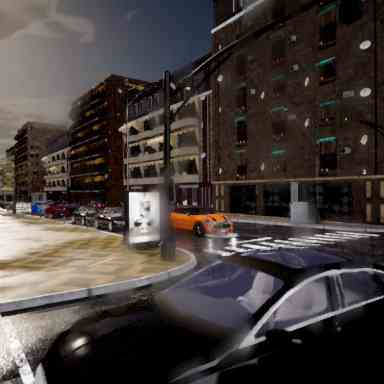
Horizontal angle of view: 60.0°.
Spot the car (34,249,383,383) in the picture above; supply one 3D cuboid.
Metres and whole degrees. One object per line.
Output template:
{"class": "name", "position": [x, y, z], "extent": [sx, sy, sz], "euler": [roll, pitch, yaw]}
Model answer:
{"class": "car", "position": [0.890, 1.491, 3.815], "extent": [4.902, 1.511, 2.128], "euler": [0, 0, -30]}

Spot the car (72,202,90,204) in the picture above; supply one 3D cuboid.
{"class": "car", "position": [-14.429, 2.197, 40.323], "extent": [1.895, 1.301, 4.718], "euler": [-1, -1, -36]}

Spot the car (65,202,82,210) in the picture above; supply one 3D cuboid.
{"class": "car", "position": [-21.365, 2.425, 59.776], "extent": [1.802, 1.307, 4.206], "euler": [-2, 0, -36]}

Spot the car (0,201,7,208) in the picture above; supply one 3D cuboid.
{"class": "car", "position": [-44.459, 2.863, 77.450], "extent": [1.887, 1.381, 4.507], "euler": [-2, 0, -36]}

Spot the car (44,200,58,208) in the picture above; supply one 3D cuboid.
{"class": "car", "position": [-31.148, 2.529, 73.323], "extent": [1.967, 1.590, 4.097], "euler": [-2, 0, -36]}

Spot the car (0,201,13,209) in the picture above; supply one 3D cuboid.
{"class": "car", "position": [-37.940, 2.704, 68.419], "extent": [2.008, 1.369, 4.403], "euler": [-2, 0, -36]}

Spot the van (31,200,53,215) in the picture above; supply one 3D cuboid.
{"class": "van", "position": [-19.687, 2.035, 43.077], "extent": [1.690, 1.788, 3.998], "euler": [-2, 0, -36]}

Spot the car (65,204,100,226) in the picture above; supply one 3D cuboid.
{"class": "car", "position": [-8.709, 1.969, 27.702], "extent": [2.008, 1.369, 4.403], "euler": [-2, 0, -36]}

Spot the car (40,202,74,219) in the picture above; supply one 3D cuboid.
{"class": "car", "position": [-14.776, 2.115, 36.185], "extent": [1.887, 1.381, 4.507], "euler": [-2, 0, -36]}

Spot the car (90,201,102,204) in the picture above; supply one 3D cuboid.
{"class": "car", "position": [-14.846, 2.119, 50.748], "extent": [1.967, 1.590, 4.097], "euler": [-2, 0, -36]}

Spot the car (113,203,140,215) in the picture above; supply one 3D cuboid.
{"class": "car", "position": [-8.264, 2.097, 41.761], "extent": [1.802, 1.307, 4.206], "euler": [-2, 0, -36]}

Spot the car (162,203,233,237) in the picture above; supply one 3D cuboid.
{"class": "car", "position": [0.342, 1.580, 19.891], "extent": [2.097, 1.767, 4.553], "euler": [-1, -1, -37]}

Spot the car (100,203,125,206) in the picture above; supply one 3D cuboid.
{"class": "car", "position": [-5.713, 1.925, 28.228], "extent": [2.033, 1.411, 5.357], "euler": [-1, 0, -35]}

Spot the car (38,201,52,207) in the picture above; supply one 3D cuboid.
{"class": "car", "position": [-34.404, 2.737, 77.839], "extent": [1.947, 1.339, 4.313], "euler": [-2, 0, -36]}

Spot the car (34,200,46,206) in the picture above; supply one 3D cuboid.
{"class": "car", "position": [-37.664, 2.798, 82.355], "extent": [1.887, 1.381, 4.507], "euler": [-2, 0, -36]}

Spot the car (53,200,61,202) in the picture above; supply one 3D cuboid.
{"class": "car", "position": [-23.416, 2.388, 58.210], "extent": [1.812, 1.442, 4.674], "euler": [-1, -1, -36]}

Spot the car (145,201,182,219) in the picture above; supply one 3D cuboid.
{"class": "car", "position": [-3.016, 1.824, 34.571], "extent": [1.967, 1.590, 4.097], "euler": [-2, 0, -36]}

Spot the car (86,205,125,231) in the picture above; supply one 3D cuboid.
{"class": "car", "position": [-5.449, 1.888, 23.186], "extent": [2.008, 1.369, 4.403], "euler": [-2, 0, -36]}
